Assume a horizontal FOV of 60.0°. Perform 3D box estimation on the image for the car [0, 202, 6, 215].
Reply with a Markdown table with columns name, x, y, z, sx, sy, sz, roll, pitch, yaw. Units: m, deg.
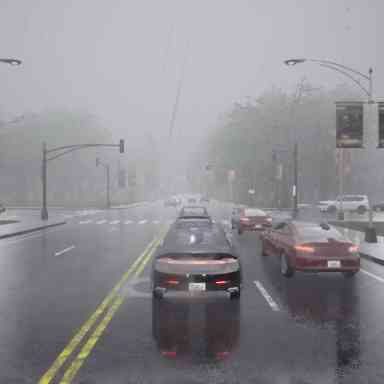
| name | x | y | z | sx | sy | sz | roll | pitch | yaw |
| --- | --- | --- | --- | --- | --- | --- | --- | --- | --- |
| car | -20.171 | 1.224 | 30.493 | 5.566 | 2.045 | 2.150 | 0 | 0 | -1 |

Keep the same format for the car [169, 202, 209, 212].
| name | x | y | z | sx | sy | sz | roll | pitch | yaw |
| --- | --- | --- | --- | --- | --- | --- | --- | --- | --- |
| car | 0.084 | 1.517 | 17.829 | 2.128 | 1.511 | 4.902 | 0 | 0 | 0 |

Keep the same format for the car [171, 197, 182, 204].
| name | x | y | z | sx | sy | sz | roll | pitch | yaw |
| --- | --- | --- | --- | --- | --- | --- | --- | --- | --- |
| car | -3.322 | 1.846 | 73.436 | 2.128 | 1.511 | 4.902 | 0 | -1 | 0 |

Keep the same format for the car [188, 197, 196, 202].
| name | x | y | z | sx | sy | sz | roll | pitch | yaw |
| --- | --- | --- | --- | --- | --- | --- | --- | --- | --- |
| car | -0.081 | 1.893 | 82.464 | 1.882 | 1.535 | 5.008 | 0 | -1 | 0 |

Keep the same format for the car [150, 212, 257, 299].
| name | x | y | z | sx | sy | sz | roll | pitch | yaw |
| --- | --- | --- | --- | --- | --- | --- | --- | --- | --- |
| car | 0.092 | 1.496 | 8.421 | 2.128 | 1.511 | 4.902 | 0 | 0 | 0 |

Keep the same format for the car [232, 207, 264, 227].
| name | x | y | z | sx | sy | sz | roll | pitch | yaw |
| --- | --- | --- | --- | --- | --- | --- | --- | --- | --- |
| car | 3.342 | 1.555 | 18.947 | 1.812 | 1.442 | 4.674 | 0 | 0 | 1 |

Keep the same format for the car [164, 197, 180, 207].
| name | x | y | z | sx | sy | sz | roll | pitch | yaw |
| --- | --- | --- | --- | --- | --- | --- | --- | --- | --- |
| car | -3.398 | 1.715 | 53.672 | 2.033 | 1.411 | 5.357 | 0 | 0 | 0 |

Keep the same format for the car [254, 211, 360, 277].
| name | x | y | z | sx | sy | sz | roll | pitch | yaw |
| --- | --- | --- | --- | --- | --- | --- | --- | --- | --- |
| car | 3.336 | 1.533 | 10.138 | 1.812 | 1.442 | 4.674 | 0 | 0 | 0 |

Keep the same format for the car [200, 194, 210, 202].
| name | x | y | z | sx | sy | sz | roll | pitch | yaw |
| --- | --- | --- | --- | --- | --- | --- | --- | --- | --- |
| car | 3.169 | 1.642 | 82.534 | 2.150 | 2.045 | 5.566 | 0 | -1 | 0 |

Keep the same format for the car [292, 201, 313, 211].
| name | x | y | z | sx | sy | sz | roll | pitch | yaw |
| --- | --- | --- | --- | --- | --- | --- | --- | --- | --- |
| car | 14.826 | 1.772 | 40.736 | 4.718 | 1.301 | 1.895 | 0 | 0 | 0 |

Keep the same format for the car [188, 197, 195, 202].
| name | x | y | z | sx | sy | sz | roll | pitch | yaw |
| --- | --- | --- | --- | --- | --- | --- | --- | --- | --- |
| car | -0.093 | 1.965 | 92.918 | 1.994 | 1.385 | 4.181 | 0 | -1 | 0 |

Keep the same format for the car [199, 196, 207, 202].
| name | x | y | z | sx | sy | sz | roll | pitch | yaw |
| --- | --- | --- | --- | --- | --- | --- | --- | --- | --- |
| car | 3.157 | 1.952 | 92.921 | 2.033 | 1.411 | 5.357 | 0 | -1 | 0 |

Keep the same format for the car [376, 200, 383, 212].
| name | x | y | z | sx | sy | sz | roll | pitch | yaw |
| --- | --- | --- | --- | --- | --- | --- | --- | --- | --- |
| car | 23.958 | 1.695 | 40.817 | 5.008 | 1.535 | 1.882 | 0 | 0 | 0 |

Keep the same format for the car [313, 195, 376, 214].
| name | x | y | z | sx | sy | sz | roll | pitch | yaw |
| --- | --- | --- | --- | --- | --- | --- | --- | --- | --- |
| car | 17.070 | 1.399 | 37.512 | 5.566 | 2.045 | 2.150 | 0 | 0 | -1 |
